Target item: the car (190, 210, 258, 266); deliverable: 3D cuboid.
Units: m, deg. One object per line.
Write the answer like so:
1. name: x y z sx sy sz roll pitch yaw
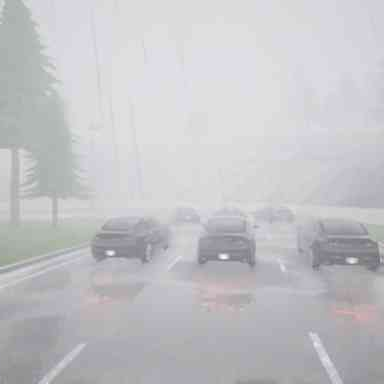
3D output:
1. car: 1.356 1.630 12.067 1.837 1.490 4.892 0 0 10

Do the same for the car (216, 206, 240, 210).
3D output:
1. car: 2.905 1.832 26.443 1.994 1.385 4.181 0 -1 -9

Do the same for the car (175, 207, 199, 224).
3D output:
1. car: -0.664 1.830 26.281 1.994 1.385 4.181 0 -1 -11

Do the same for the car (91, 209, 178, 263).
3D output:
1. car: -2.092 1.636 12.663 1.837 1.490 4.892 0 0 10

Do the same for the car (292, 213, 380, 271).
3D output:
1. car: 4.805 1.624 11.470 1.837 1.490 4.892 0 0 10

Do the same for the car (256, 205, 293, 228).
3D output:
1. car: 6.402 1.762 26.635 2.128 1.511 4.902 0 0 -8
